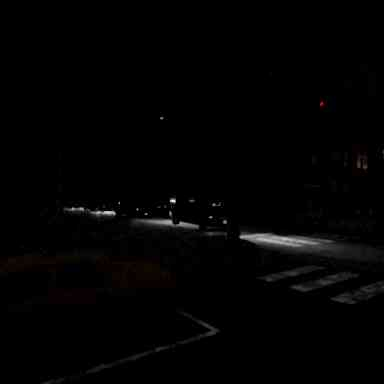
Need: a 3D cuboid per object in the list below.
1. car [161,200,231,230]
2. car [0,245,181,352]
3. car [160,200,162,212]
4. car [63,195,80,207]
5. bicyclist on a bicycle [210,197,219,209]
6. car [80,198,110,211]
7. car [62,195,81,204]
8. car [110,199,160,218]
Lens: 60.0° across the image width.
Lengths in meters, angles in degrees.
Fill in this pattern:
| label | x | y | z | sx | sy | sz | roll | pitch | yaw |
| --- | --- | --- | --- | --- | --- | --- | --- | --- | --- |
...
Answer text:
| label | x | y | z | sx | sy | sz | roll | pitch | yaw |
| --- | --- | --- | --- | --- | --- | --- | --- | --- | --- |
| car | 0.443 | 1.386 | 20.485 | 2.128 | 1.511 | 4.902 | 1 | 0 | -35 |
| car | -2.469 | 1.529 | 4.993 | 4.829 | 1.417 | 1.752 | 0 | 0 | -35 |
| car | -3.845 | 1.380 | 32.169 | 2.033 | 1.411 | 5.357 | 1 | 0 | -35 |
| car | -15.782 | 1.240 | 43.647 | 1.895 | 1.301 | 4.718 | 1 | 0 | -35 |
| bicyclist on a bicycle | 1.950 | 1.228 | 29.199 | 1.656 | 1.620 | 0.582 | 1 | 0 | -35 |
| car | -10.093 | 1.294 | 35.503 | 1.994 | 1.385 | 4.181 | 1 | 0 | -35 |
| car | -20.066 | 1.177 | 55.236 | 1.895 | 1.301 | 4.718 | 1 | 0 | -35 |
| car | -4.884 | 1.413 | 28.070 | 1.895 | 1.301 | 4.718 | 1 | 0 | -35 |
